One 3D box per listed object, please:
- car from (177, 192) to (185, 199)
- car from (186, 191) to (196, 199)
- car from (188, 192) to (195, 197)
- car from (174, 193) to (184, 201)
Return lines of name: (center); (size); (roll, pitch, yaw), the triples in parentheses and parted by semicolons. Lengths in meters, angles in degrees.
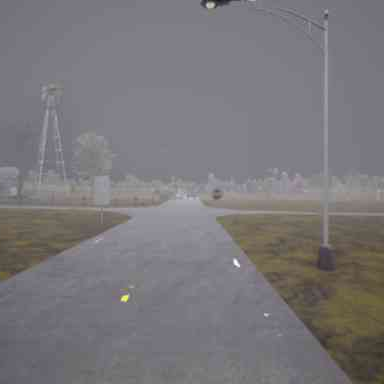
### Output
car: (-2.931, 0.895, 86.309); (1.882, 1.535, 5.008); (0, 0, 0)
car: (-0.172, 0.677, 81.947); (2.150, 2.045, 5.566); (0, 0, 0)
car: (-0.194, 0.789, 92.343); (1.994, 1.385, 4.181); (0, 0, 0)
car: (-2.899, 1.050, 70.728); (1.812, 1.442, 4.674); (0, 0, 0)
